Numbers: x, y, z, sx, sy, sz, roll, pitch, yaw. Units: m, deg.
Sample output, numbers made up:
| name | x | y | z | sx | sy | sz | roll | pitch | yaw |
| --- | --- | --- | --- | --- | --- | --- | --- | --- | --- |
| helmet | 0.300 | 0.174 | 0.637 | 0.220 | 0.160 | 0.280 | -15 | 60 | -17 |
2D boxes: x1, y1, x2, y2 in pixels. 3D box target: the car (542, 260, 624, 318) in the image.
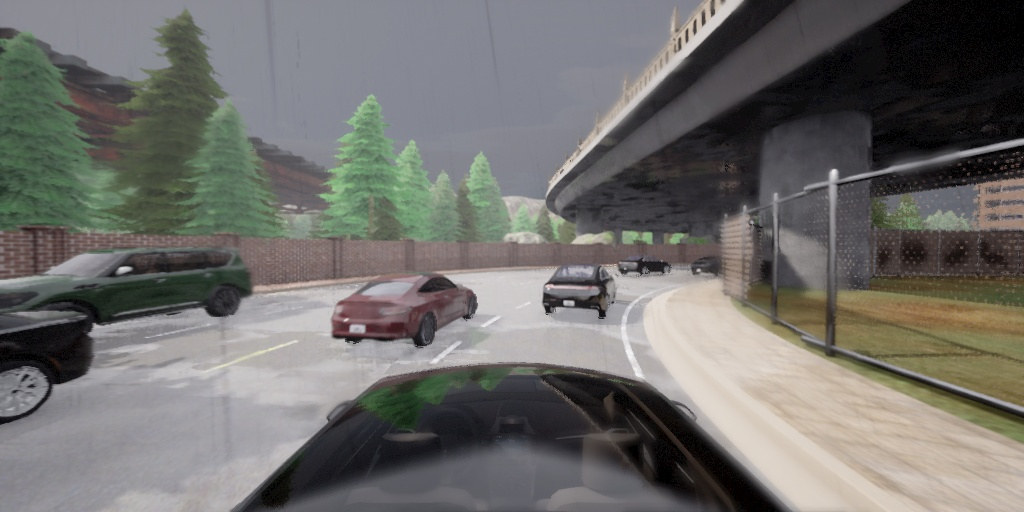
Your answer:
| name | x | y | z | sx | sy | sz | roll | pitch | yaw |
| --- | --- | --- | --- | --- | --- | --- | --- | --- | --- |
| car | 2.375 | 1.012 | 11.940 | 2.128 | 1.511 | 4.902 | 1 | 1 | 20 |

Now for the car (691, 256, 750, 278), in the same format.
| name | x | y | z | sx | sy | sz | roll | pitch | yaw |
| --- | --- | --- | --- | --- | --- | --- | --- | --- | --- |
| car | 15.051 | 0.725 | 26.062 | 4.892 | 1.490 | 1.837 | -1 | 1 | -30 |

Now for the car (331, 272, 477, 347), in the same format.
| name | x | y | z | sx | sy | sz | roll | pitch | yaw |
| --- | --- | --- | --- | --- | --- | --- | --- | --- | --- |
| car | -2.322 | 1.109 | 8.774 | 1.812 | 1.442 | 4.674 | 0 | 1 | 12 |

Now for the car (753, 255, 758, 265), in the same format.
| name | x | y | z | sx | sy | sz | roll | pitch | yaw |
| --- | --- | --- | --- | --- | --- | --- | --- | --- | --- |
| car | 28.383 | 0.481 | 40.398 | 4.181 | 1.385 | 1.994 | 0 | 1 | -5 |

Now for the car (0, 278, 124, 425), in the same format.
| name | x | y | z | sx | sy | sz | roll | pitch | yaw |
| --- | --- | --- | --- | --- | --- | --- | --- | --- | --- |
| car | -6.777 | 1.190 | 2.774 | 1.882 | 1.535 | 5.008 | 0 | 1 | 3 |

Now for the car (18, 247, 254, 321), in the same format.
| name | x | y | z | sx | sy | sz | roll | pitch | yaw |
| --- | --- | --- | --- | --- | --- | --- | --- | --- | --- |
| car | -9.591 | 0.784 | 9.077 | 2.150 | 2.045 | 5.566 | 0 | 1 | 12 |

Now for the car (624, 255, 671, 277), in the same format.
| name | x | y | z | sx | sy | sz | roll | pitch | yaw |
| --- | --- | --- | --- | --- | --- | --- | --- | --- | --- |
| car | 9.994 | 0.682 | 26.922 | 4.902 | 1.511 | 2.128 | -1 | 1 | -37 |
